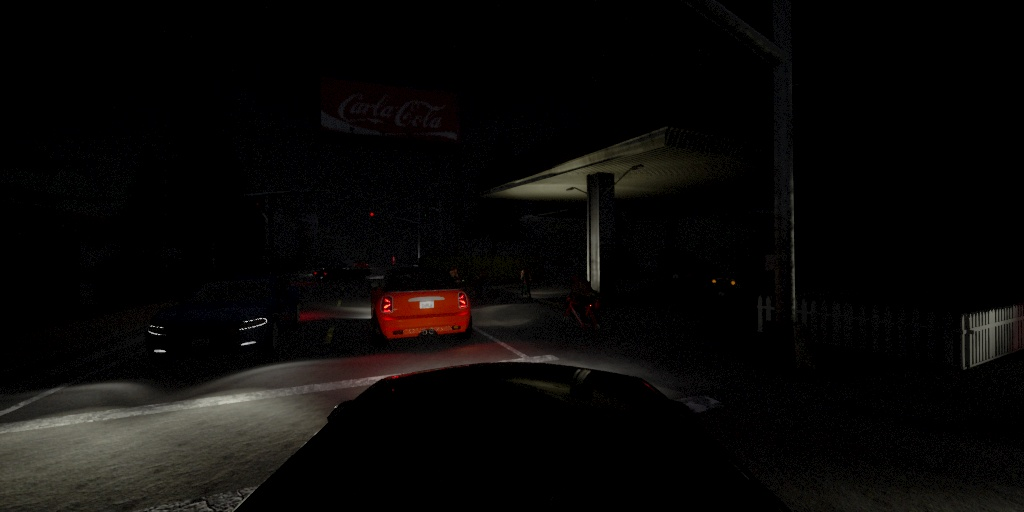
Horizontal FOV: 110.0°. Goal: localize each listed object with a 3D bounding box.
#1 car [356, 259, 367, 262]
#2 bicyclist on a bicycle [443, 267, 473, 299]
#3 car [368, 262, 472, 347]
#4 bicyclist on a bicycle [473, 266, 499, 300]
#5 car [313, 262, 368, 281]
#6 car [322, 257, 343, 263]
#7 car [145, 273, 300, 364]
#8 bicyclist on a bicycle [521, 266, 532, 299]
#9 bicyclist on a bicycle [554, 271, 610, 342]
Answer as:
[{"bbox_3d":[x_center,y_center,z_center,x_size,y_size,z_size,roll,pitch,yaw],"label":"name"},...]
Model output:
[{"bbox_3d":[-23.480,1.282,55.825,2.097,1.767,4.553,0,0,-24],"label":"car"},{"bbox_3d":[-2.701,1.304,16.397,1.656,1.620,0.582,1,0,37],"label":"bicyclist on a bicycle"},{"bbox_3d":[-2.586,1.048,9.470,2.097,1.767,4.553,0,0,-22],"label":"car"},{"bbox_3d":[-1.400,1.331,17.785,1.656,1.620,0.582,0,0,-21],"label":"bicyclist on a bicycle"},{"bbox_3d":[-15.252,1.508,32.544,1.895,1.301,4.718,0,1,27],"label":"car"},{"bbox_3d":[-23.929,1.146,47.732,2.150,2.045,5.566,0,0,-25],"label":"car"},{"bbox_3d":[-6.294,1.204,8.383,1.882,1.535,5.008,0,0,-24],"label":"car"},{"bbox_3d":[0.709,1.322,17.910,0.582,1.620,1.656,-1,0,16],"label":"bicyclist on a bicycle"},{"bbox_3d":[1.666,1.196,8.705,0.582,1.620,1.656,3,-2,-43],"label":"bicyclist on a bicycle"}]
